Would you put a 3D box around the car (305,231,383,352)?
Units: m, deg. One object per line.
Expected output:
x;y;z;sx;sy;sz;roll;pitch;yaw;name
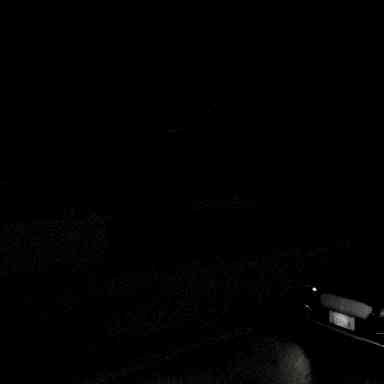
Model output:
4.017;1.463;5.935;4.902;1.511;2.128;0;0;-35;car
